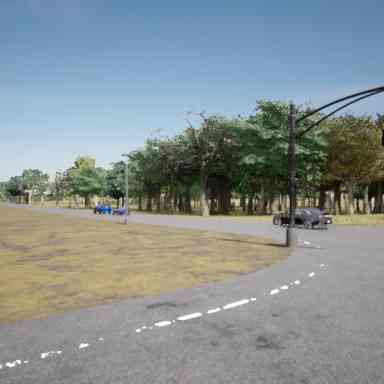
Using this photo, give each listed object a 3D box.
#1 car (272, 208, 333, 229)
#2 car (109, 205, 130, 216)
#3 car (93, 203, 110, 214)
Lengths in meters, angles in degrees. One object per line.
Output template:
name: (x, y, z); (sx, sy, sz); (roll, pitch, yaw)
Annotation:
car: (8.402, 2.007, 25.765); (2.128, 1.511, 4.902); (1, -2, -33)
car: (-12.125, 3.263, 56.951); (1.812, 1.442, 4.674); (1, -2, -33)
car: (-17.622, 3.250, 65.358); (2.150, 2.045, 5.566); (1, -2, -33)
